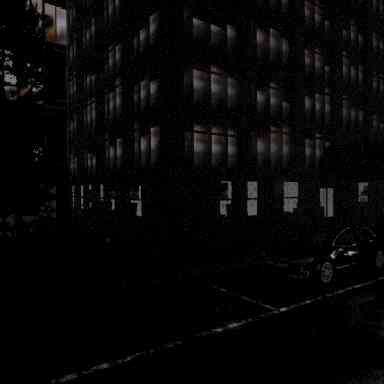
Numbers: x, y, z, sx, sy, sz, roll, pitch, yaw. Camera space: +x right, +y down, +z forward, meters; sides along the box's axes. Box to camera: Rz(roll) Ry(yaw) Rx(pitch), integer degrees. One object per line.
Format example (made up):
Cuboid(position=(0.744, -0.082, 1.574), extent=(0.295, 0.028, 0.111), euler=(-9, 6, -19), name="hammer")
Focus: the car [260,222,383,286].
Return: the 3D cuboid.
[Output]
Cuboid(position=(3.800, 1.549, 9.305), extent=(4.403, 1.369, 2.008), euler=(0, -1, -36), name="car")
